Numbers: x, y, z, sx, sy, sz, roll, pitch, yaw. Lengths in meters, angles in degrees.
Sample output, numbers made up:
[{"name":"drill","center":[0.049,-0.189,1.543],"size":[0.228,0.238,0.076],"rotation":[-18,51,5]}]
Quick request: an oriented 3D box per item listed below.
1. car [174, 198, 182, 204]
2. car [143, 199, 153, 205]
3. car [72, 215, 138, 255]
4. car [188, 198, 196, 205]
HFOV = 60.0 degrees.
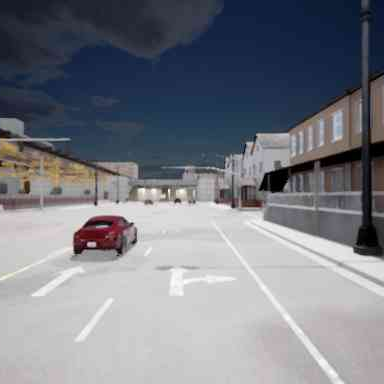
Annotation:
[{"name":"car","center":[-3.491,2.260,82.026],"size":[1.837,1.490,4.892],"rotation":[0,-1,0]},{"name":"car","center":[-10.491,2.417,80.297],"size":[1.812,1.442,4.674],"rotation":[0,-1,0]},{"name":"car","center":[-3.478,1.681,13.879],"size":[1.812,1.442,4.674],"rotation":[0,0,0]},{"name":"car","center":[0.009,2.285,82.025],"size":[2.128,1.511,4.902],"rotation":[0,-1,0]}]
